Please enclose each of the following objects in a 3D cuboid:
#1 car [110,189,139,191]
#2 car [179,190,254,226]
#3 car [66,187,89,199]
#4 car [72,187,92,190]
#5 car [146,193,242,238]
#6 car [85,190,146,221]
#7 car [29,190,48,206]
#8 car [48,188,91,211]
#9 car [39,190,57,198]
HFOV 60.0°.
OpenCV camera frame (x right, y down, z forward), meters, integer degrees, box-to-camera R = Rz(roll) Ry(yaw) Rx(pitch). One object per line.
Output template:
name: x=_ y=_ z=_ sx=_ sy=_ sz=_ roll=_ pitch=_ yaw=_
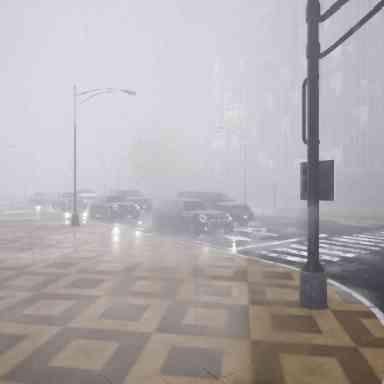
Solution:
car: x=-5.481 y=0.754 z=28.630 sx=2.150 sy=2.045 sz=5.566 roll=0 pitch=1 yaw=-38
car: x=1.141 y=0.951 z=20.205 sx=2.150 sy=2.045 sz=5.566 roll=0 pitch=1 yaw=-40
car: x=-20.005 y=0.157 z=57.941 sx=2.150 sy=2.045 sz=5.566 roll=0 pitch=1 yaw=-38
car: x=-12.098 y=0.558 z=37.067 sx=2.150 sy=2.045 sz=5.566 roll=0 pitch=1 yaw=-37
car: x=-0.051 y=1.125 z=16.510 sx=2.097 sy=1.767 sz=4.553 roll=0 pitch=1 yaw=-38
car: x=-5.464 y=0.965 z=23.355 sx=2.097 sy=1.767 sz=4.553 roll=0 pitch=1 yaw=-38
car: x=-17.808 y=0.772 z=39.097 sx=1.812 sy=1.442 sz=4.674 roll=0 pitch=1 yaw=-38
car: x=-11.496 y=0.786 z=31.019 sx=2.097 sy=1.767 sz=4.553 roll=0 pitch=1 yaw=-38
car: x=-26.240 y=0.355 z=60.619 sx=1.812 sy=1.442 sz=4.674 roll=0 pitch=1 yaw=-38
